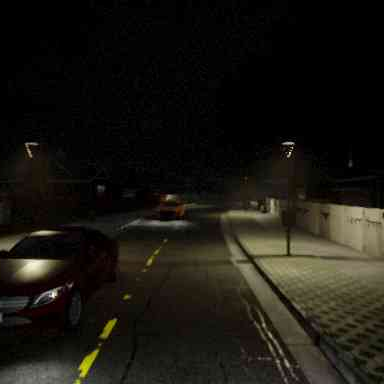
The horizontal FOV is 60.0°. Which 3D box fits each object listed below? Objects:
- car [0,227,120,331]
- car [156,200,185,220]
[{"bbox_3d":[-2.784,1.520,7.024,1.812,1.442,4.674,0,0,1],"label":"car"},{"bbox_3d":[-1.729,1.445,28.284,1.882,1.535,5.008,0,0,6],"label":"car"}]
